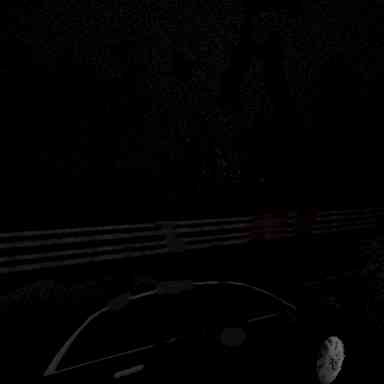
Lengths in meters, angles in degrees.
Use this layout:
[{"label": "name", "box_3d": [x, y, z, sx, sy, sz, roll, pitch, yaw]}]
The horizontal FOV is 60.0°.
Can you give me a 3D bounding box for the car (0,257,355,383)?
[{"label": "car", "box_3d": [-0.177, 1.492, 3.588, 4.892, 1.490, 1.837, 0, 0, -35]}]
